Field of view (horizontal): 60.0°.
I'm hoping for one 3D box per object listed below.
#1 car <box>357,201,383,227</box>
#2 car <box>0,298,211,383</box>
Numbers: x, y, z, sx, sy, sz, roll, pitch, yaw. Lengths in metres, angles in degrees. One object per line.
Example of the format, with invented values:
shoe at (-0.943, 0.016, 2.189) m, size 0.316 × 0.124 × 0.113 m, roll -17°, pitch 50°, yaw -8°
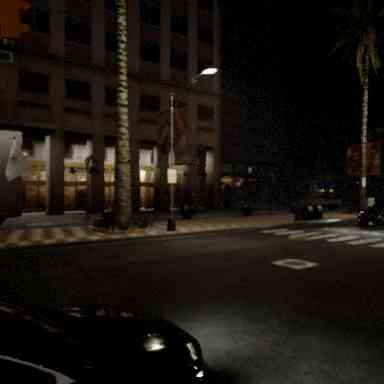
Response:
car at (12.804, 1.363, 21.702) m, size 4.553 × 1.767 × 2.097 m, roll 0°, pitch 0°, yaw -35°
car at (-2.076, 1.506, 2.260) m, size 4.892 × 1.490 × 1.837 m, roll 0°, pitch 0°, yaw -36°
